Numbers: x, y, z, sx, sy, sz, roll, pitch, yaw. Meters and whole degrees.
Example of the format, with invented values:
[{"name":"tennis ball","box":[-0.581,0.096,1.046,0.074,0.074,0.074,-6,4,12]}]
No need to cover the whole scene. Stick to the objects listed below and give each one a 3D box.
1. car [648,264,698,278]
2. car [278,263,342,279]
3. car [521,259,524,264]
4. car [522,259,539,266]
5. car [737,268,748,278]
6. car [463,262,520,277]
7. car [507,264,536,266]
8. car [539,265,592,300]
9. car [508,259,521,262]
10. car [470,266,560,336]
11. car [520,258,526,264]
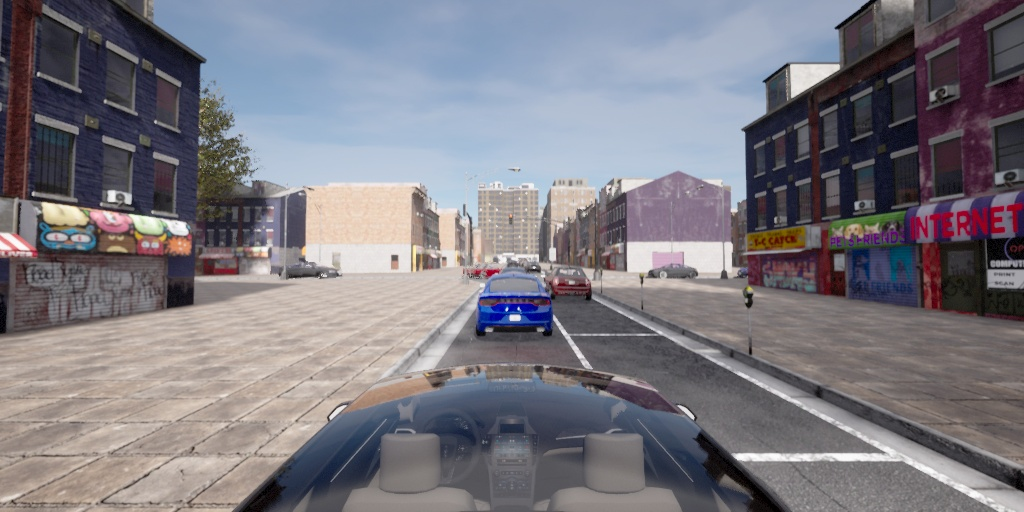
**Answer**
[{"name":"car","box":[14.595,1.372,32.628,4.181,1.385,1.994,0,-2,0]},{"name":"car","box":[-16.757,1.284,29.869,4.902,1.511,2.128,-1,-2,0]},{"name":"car","box":[2.618,1.441,49.973,1.948,1.339,4.313,0,0,0]},{"name":"car","box":[2.620,1.410,44.537,1.948,1.339,4.313,0,0,0]},{"name":"car","box":[23.049,1.330,32.576,4.674,1.442,1.812,0,-2,0]},{"name":"car","box":[-1.933,1.400,32.313,4.718,1.301,1.895,1,-2,-37]},{"name":"car","box":[0.093,1.289,17.992,1.812,1.442,4.674,0,0,0]},{"name":"car","box":[2.630,1.202,17.793,1.967,1.591,4.097,0,0,0]},{"name":"car","box":[0.077,1.460,61.538,1.837,1.490,4.892,0,0,0]},{"name":"car","box":[0.036,1.231,10.469,1.882,1.535,5.008,0,0,-1]},{"name":"car","box":[2.616,1.436,55.579,1.751,1.417,4.829,0,0,0]}]
